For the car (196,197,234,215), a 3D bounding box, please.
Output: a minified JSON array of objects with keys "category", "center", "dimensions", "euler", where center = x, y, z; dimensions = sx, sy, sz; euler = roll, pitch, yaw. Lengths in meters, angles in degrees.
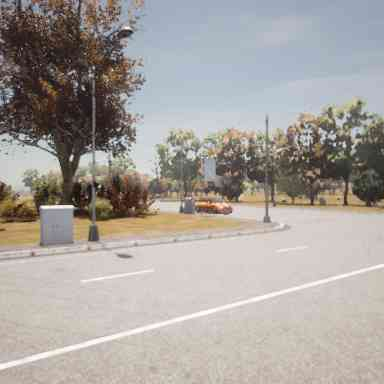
[{"category":"car","center":[2.340,1.357,34.726],"dimensions":[2.097,1.767,4.553],"euler":[0,0,-32]}]
